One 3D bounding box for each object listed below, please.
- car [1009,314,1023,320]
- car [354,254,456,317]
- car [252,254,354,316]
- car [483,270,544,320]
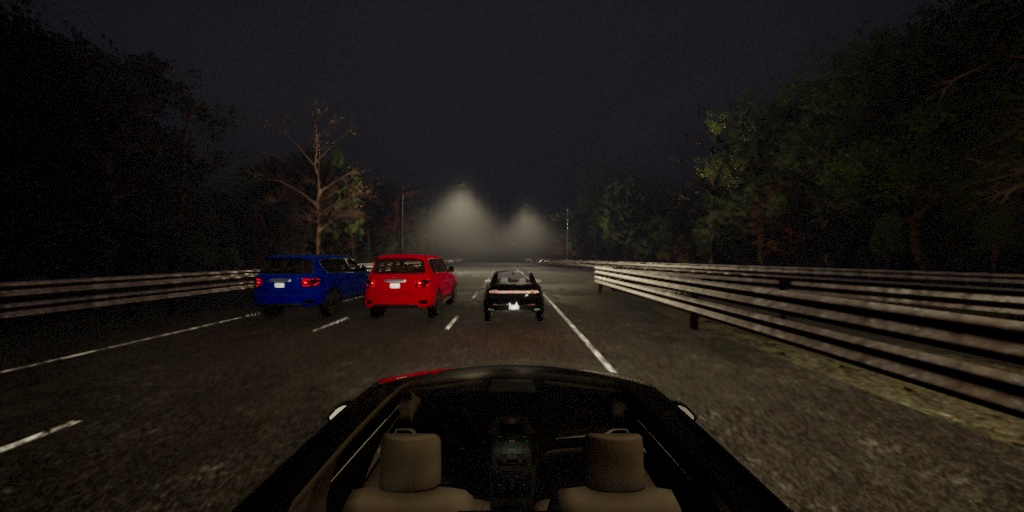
[{"bbox_3d":[14.292,1.236,7.368,2.033,1.649,4.856,0,0,-14],"label":"car"},{"bbox_3d":[-3.463,0.966,13.230,2.150,2.045,5.566,0,0,-1],"label":"car"},{"bbox_3d":[-6.965,0.967,13.394,2.150,2.045,5.566,0,0,-1],"label":"car"},{"bbox_3d":[0.040,1.236,12.577,2.128,1.511,4.902,0,0,0],"label":"car"}]
